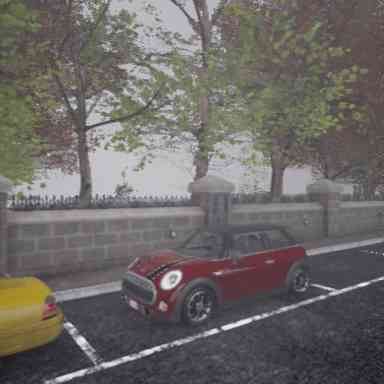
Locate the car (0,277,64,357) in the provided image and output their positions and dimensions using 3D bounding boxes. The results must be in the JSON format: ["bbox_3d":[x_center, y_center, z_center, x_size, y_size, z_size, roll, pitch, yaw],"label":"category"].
[{"bbox_3d":[-4.046,1.527,3.671,4.829,1.417,1.752,0,0,-35],"label":"car"}]

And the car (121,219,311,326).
[{"bbox_3d":[0.602,1.435,6.986,4.097,1.590,1.967,0,0,-35],"label":"car"}]
